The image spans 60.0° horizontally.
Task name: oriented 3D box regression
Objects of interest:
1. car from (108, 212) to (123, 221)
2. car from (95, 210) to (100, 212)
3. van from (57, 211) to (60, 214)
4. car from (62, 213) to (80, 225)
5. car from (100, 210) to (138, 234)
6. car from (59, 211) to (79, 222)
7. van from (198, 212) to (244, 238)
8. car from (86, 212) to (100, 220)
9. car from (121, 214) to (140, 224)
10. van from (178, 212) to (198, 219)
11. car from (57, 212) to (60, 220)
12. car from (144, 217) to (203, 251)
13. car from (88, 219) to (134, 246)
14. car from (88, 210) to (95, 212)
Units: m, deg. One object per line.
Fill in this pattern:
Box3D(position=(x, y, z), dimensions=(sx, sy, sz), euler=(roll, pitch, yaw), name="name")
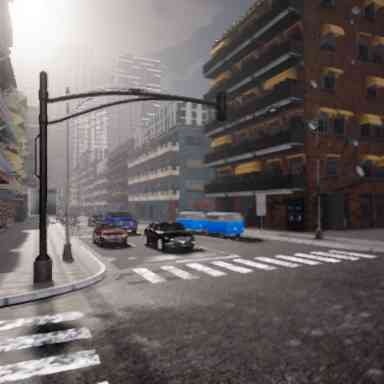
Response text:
Box3D(position=(-13.999, 4.476, 60.691), dimensions=(1.752, 1.417, 4.829), euler=(-1, -2, -24), name="car")
Box3D(position=(-18.565, 4.789, 70.734), dimensions=(2.192, 1.841, 5.009), euler=(-1, -2, -24), name="car")
Box3D(position=(-23.861, 4.535, 62.213), dimensions=(1.690, 1.788, 3.998), euler=(-1, -2, -24), name="van")
Box3D(position=(-16.910, 3.979, 46.920), dimensions=(1.802, 1.307, 4.206), euler=(-1, -2, -24), name="car")
Box3D(position=(-6.614, 2.710, 30.462), dimensions=(2.150, 2.045, 5.566), euler=(0, -3, -25), name="car")
Box3D(position=(-19.229, 4.102, 52.019), dimensions=(1.967, 1.590, 4.097), euler=(-1, -2, -24), name="car")
Box3D(position=(2.267, 2.426, 24.880), dimensions=(1.690, 1.788, 3.998), euler=(-1, -2, -24), name="van")
Box3D(position=(-12.221, 3.639, 42.869), dimensions=(1.837, 1.490, 4.892), euler=(0, -3, -24), name="car")
Box3D(position=(-9.298, 3.993, 50.345), dimensions=(1.802, 1.307, 4.206), euler=(-1, -2, -24), name="car")
Box3D(position=(-0.047, 2.691, 29.975), dimensions=(1.690, 1.788, 3.998), euler=(-1, -2, -24), name="van")
Box3D(position=(-21.540, 4.478, 57.110), dimensions=(2.008, 1.369, 4.403), euler=(-1, -2, -24), name="car")
Box3D(position=(-1.402, 2.397, 19.008), dimensions=(1.837, 1.490, 4.892), euler=(0, -3, -23), name="car")
Box3D(position=(-5.337, 2.652, 21.445), dimensions=(1.802, 1.307, 4.206), euler=(-1, -2, -24), name="car")
Box3D(position=(-23.194, 5.321, 80.923), dimensions=(2.192, 1.841, 5.009), euler=(-1, -2, -24), name="car")
